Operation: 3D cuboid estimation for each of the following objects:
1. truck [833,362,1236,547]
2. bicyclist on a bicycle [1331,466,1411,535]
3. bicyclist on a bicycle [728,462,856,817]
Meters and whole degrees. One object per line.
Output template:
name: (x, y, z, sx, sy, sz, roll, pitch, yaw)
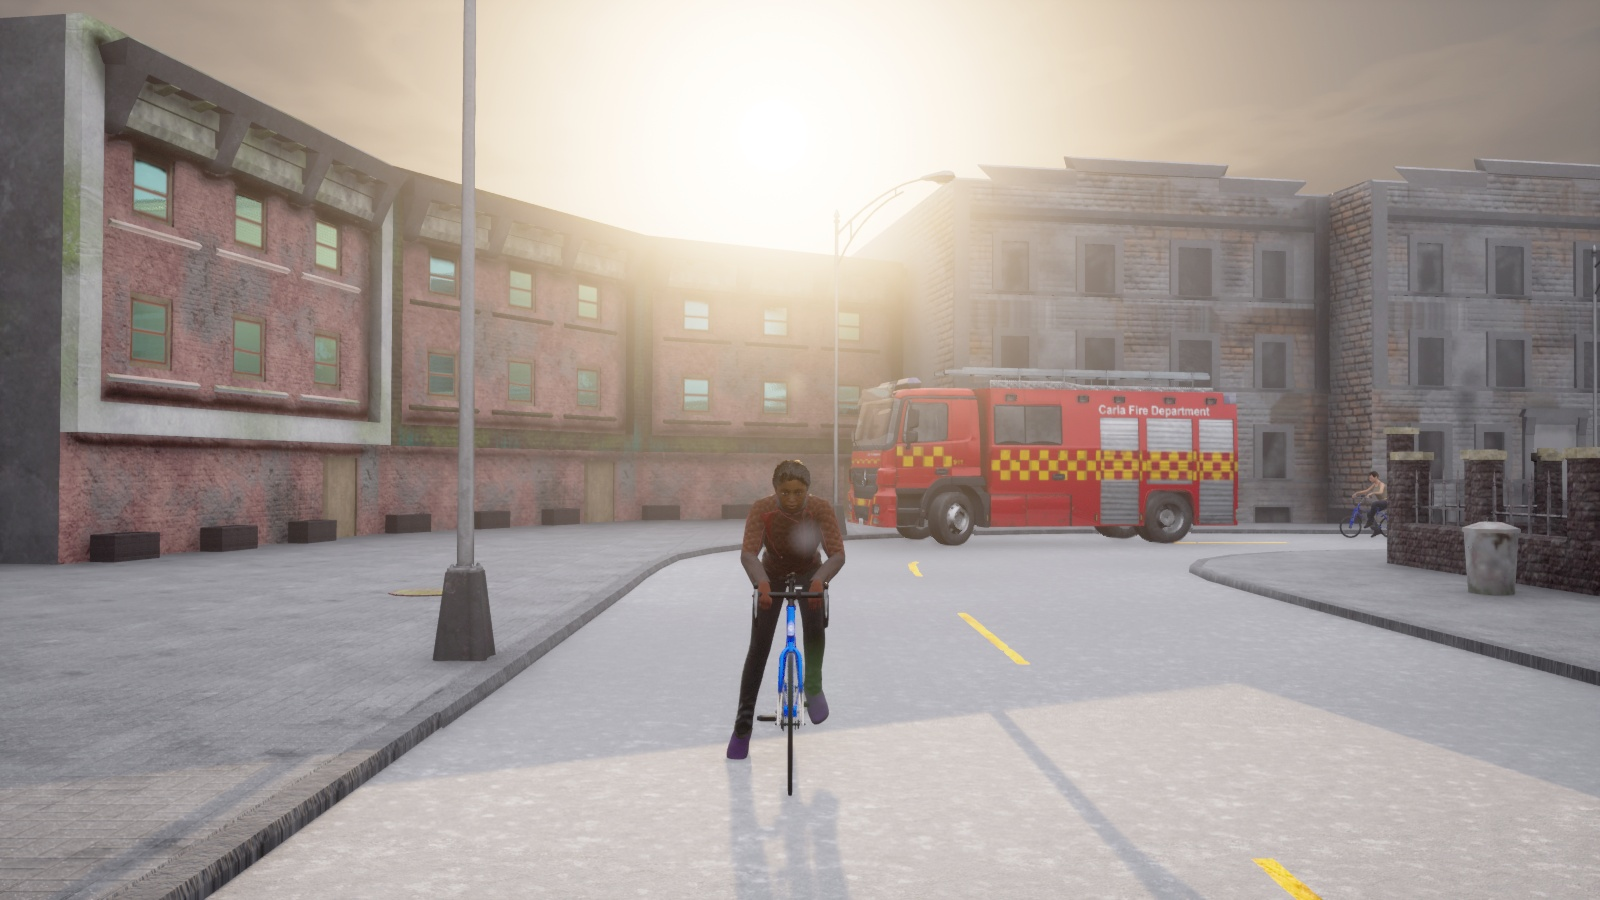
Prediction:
truck: (5.213, 0.100, 28.351, 8.468, 3.827, 2.891, 0, -1, -13)
bicyclist on a bicycle: (13.710, 1.202, 30.165, 1.509, 1.612, 0.866, 0, -1, 0)
bicyclist on a bicycle: (-0.040, 0.878, 6.590, 0.582, 1.620, 1.656, 0, -1, 0)
